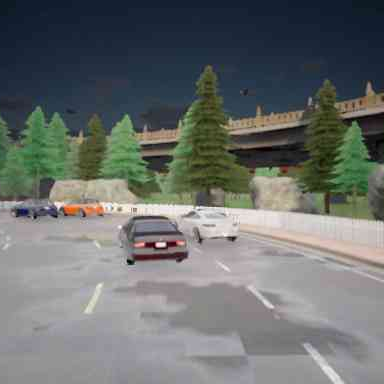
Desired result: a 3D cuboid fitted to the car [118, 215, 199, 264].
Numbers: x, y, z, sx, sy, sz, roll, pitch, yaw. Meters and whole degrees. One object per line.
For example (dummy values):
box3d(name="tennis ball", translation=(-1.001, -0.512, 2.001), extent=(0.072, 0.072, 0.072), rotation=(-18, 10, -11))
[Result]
box3d(name="car", translation=(-1.561, 1.548, 11.895), extent=(2.033, 1.411, 5.357), rotation=(0, 0, -15))

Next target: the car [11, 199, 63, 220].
box3d(name="car", translation=(-13.406, 1.352, 28.209), extent=(4.553, 1.767, 2.097), rotation=(0, 0, 37))

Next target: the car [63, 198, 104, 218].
box3d(name="car", translation=(-9.977, 1.352, 29.913), extent=(4.553, 1.767, 2.097), rotation=(0, 0, 40))

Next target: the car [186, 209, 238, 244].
box3d(name="car", translation=(0.562, 1.526, 15.944), extent=(1.812, 1.442, 4.674), rotation=(0, 0, -21))
